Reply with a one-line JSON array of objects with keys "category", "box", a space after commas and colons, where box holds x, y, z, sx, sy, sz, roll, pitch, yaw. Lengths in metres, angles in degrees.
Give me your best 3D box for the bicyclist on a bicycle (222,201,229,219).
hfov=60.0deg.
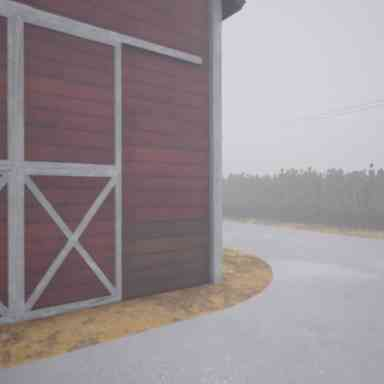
[{"category": "bicyclist on a bicycle", "box": [2.473, 1.434, 27.723, 1.656, 1.620, 0.582, 1, 0, -32]}]
